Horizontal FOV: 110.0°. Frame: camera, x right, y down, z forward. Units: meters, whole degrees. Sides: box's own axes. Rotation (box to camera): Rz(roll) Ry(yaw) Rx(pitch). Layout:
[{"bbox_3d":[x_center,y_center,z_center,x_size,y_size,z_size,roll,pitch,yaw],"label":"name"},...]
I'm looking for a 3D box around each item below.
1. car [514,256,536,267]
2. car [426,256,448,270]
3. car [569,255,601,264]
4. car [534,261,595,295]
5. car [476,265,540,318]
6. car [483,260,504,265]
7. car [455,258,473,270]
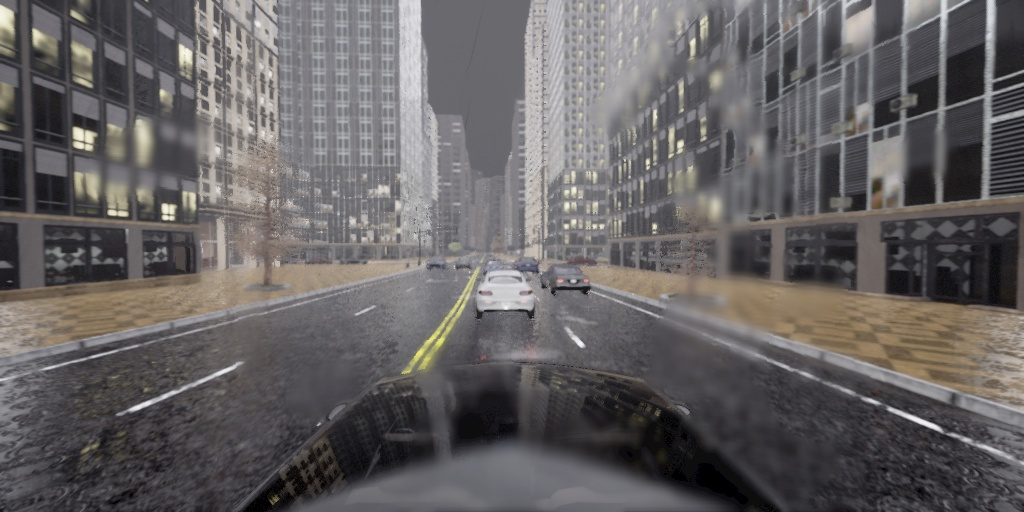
[{"bbox_3d":[1.389,0.847,35.903,2.097,1.767,4.553,0,0,-4],"label":"car"},{"bbox_3d":[-9.156,0.811,44.062,2.097,1.767,4.553,0,1,-4],"label":"car"},{"bbox_3d":[12.315,0.787,62.624,5.009,1.841,2.192,0,0,-3],"label":"car"},{"bbox_3d":[2.627,1.168,18.713,2.033,1.411,5.357,0,0,-4],"label":"car"},{"bbox_3d":[-0.276,1.200,12.523,1.812,1.442,4.674,0,0,-3],"label":"car"},{"bbox_3d":[-1.716,1.067,33.852,2.033,1.411,5.357,0,0,-4],"label":"car"},{"bbox_3d":[-5.917,0.956,44.317,1.837,1.490,4.892,0,0,-4],"label":"car"}]
